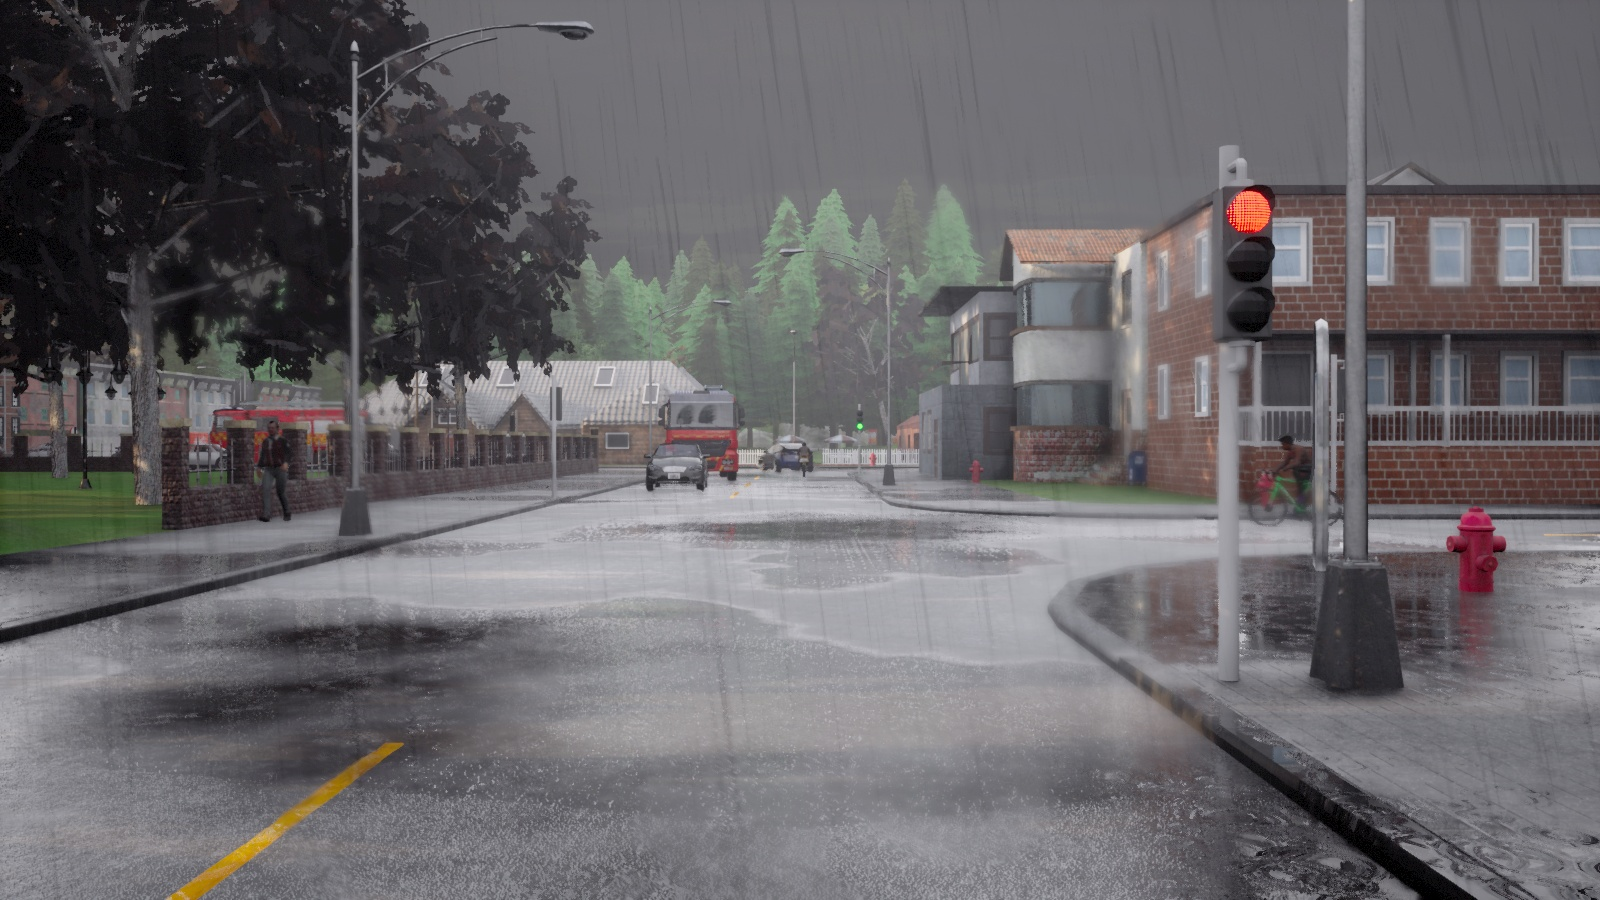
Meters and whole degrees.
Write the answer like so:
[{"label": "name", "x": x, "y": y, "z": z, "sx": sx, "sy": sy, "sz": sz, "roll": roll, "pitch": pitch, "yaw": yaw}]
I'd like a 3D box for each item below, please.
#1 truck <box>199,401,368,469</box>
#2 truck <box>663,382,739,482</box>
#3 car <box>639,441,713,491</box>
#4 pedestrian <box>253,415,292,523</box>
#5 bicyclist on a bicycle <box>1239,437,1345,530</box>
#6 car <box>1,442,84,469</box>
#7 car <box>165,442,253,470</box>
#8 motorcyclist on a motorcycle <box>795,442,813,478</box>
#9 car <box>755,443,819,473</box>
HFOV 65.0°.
[{"label": "truck", "x": -29.376, "y": -0.846, "z": 71.654, "sx": 8.468, "sy": 3.827, "sz": 2.891, "roll": 0, "pitch": 0, "yaw": 1}, {"label": "truck", "x": -4.037, "y": -0.718, "z": 52.503, "sx": 2.891, "sy": 3.827, "sz": 8.468, "roll": 0, "pitch": 0, "yaw": -3}, {"label": "car", "x": -3.947, "y": 0.470, "z": 40.708, "sx": 2.128, "sy": 1.511, "sz": 4.902, "roll": 0, "pitch": 0, "yaw": -3}, {"label": "pedestrian", "x": -9.213, "y": 0.325, "z": 21.943, "sx": 0.376, "sy": 1.854, "sz": 0.720, "roll": 0, "pitch": 0, "yaw": 0}, {"label": "bicyclist on a bicycle", "x": 8.694, "y": 0.581, "z": 22.222, "sx": 1.656, "sy": 1.620, "sz": 0.582, "roll": 0, "pitch": 0, "yaw": 0}, {"label": "car", "x": -43.282, "y": 0.320, "z": 71.795, "sx": 3.633, "sy": 1.501, "sz": 1.845, "roll": 0, "pitch": 0, "yaw": 2}, {"label": "car", "x": -31.765, "y": 0.305, "z": 67.616, "sx": 3.806, "sy": 1.475, "sz": 1.970, "roll": 0, "pitch": 0, "yaw": -1}, {"label": "motorcyclist on a motorcycle", "x": 0.180, "y": 0.420, "z": 54.684, "sx": 0.797, "sy": 1.523, "sz": 2.044, "roll": 0, "pitch": 0, "yaw": 0}, {"label": "car", "x": -0.745, "y": 0.377, "z": 65.311, "sx": 2.163, "sy": 1.488, "sz": 4.792, "roll": 0, "pitch": 0, "yaw": -16}]
